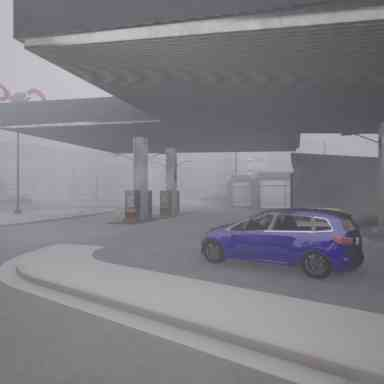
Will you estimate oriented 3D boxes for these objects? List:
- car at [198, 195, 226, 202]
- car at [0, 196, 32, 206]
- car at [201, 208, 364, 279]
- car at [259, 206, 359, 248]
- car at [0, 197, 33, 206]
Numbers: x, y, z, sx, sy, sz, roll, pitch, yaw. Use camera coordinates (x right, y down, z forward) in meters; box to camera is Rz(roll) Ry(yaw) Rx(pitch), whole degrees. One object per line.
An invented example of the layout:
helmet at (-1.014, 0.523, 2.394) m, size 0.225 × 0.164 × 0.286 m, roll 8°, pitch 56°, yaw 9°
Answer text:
car at (4.121, 1.540, 73.837) m, size 5.357 × 1.411 × 2.033 m, roll 0°, pitch 0°, yaw -9°
car at (-28.266, 1.478, 53.836) m, size 1.882 × 1.535 × 5.008 m, roll -3°, pitch -1°, yaw 18°
car at (2.449, 1.295, 9.764) m, size 4.611 × 1.667 × 2.242 m, roll 0°, pitch 0°, yaw 36°
car at (5.189, 1.456, 14.871) m, size 3.806 × 1.475 × 1.970 m, roll 0°, pitch 0°, yaw 36°
car at (-30.493, 1.547, 57.289) m, size 2.033 × 1.411 × 5.357 m, roll 0°, pitch 0°, yaw 37°
